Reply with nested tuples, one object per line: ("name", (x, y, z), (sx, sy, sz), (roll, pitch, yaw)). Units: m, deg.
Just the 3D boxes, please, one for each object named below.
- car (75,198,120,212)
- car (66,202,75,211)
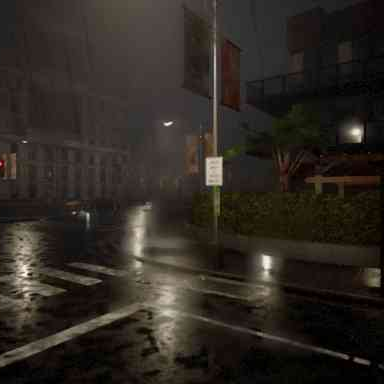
("car", (-10.527, 1.503, 38.309), (1.837, 1.490, 4.892), (0, 0, 36))
("car", (-13.024, 1.476, 40.851), (1.882, 1.535, 5.008), (0, 0, 35))
